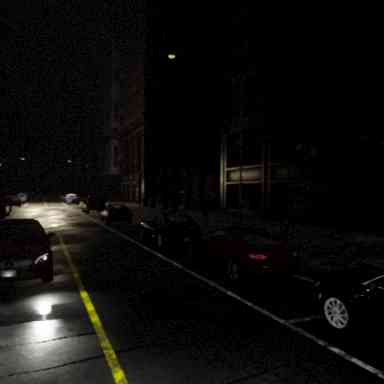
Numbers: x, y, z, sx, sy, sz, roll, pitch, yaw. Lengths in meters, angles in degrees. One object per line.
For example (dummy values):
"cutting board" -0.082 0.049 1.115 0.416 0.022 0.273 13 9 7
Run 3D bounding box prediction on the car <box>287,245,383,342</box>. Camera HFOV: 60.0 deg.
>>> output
"car" 3.603 1.598 4.494 2.008 1.369 4.403 0 0 -24

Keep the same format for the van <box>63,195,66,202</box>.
"van" -22.068 1.305 60.928 1.690 1.788 3.998 0 0 -24

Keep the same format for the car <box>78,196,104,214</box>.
"car" -10.398 1.307 35.276 2.192 1.841 5.009 0 0 -24

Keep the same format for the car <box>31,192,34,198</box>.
"car" -41.492 1.171 83.040 2.192 1.841 5.009 0 0 -24

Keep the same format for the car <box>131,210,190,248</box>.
"car" -1.064 1.577 14.755 2.008 1.369 4.403 0 0 -24

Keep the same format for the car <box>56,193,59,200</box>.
"car" -31.405 1.497 81.449 2.008 1.369 4.403 0 0 -24

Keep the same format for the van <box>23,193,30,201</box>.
"van" -34.490 1.210 67.648 1.690 1.788 3.998 0 0 -24

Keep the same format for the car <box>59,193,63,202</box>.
"car" -26.736 1.395 71.189 1.967 1.590 4.097 0 0 -24

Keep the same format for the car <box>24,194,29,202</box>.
"car" -29.823 1.443 57.386 1.947 1.339 4.313 0 0 -24

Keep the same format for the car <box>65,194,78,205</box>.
"car" -19.806 1.493 55.952 1.752 1.417 4.829 0 0 -24

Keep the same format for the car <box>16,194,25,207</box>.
"car" -25.155 1.431 47.125 1.887 1.381 4.507 0 0 -24

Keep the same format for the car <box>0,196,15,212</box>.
"car" -15.817 1.228 26.602 2.192 1.841 5.009 0 0 -24

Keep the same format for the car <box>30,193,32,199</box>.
"car" -36.826 1.430 72.779 1.947 1.339 4.313 0 0 -24

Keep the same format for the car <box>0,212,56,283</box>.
"car" -4.936 1.500 9.356 1.812 1.442 4.674 1 0 -24

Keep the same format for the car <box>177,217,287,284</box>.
"car" 1.269 1.618 9.625 1.802 1.307 4.206 0 0 -24

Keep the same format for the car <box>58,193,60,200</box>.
"car" -29.141 1.476 76.474 1.752 1.417 4.829 0 0 -24

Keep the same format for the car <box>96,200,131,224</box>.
"car" -5.732 1.553 25.015 1.887 1.381 4.507 0 0 -24
